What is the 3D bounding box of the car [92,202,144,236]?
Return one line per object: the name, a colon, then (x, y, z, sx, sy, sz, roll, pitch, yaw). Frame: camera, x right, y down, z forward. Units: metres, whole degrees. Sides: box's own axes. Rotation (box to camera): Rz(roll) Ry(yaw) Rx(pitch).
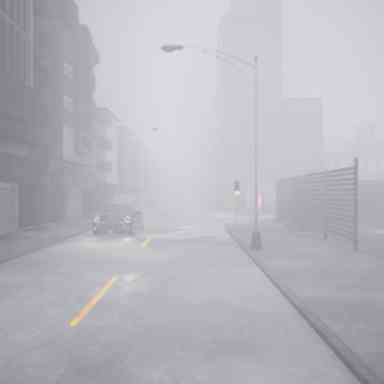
car: (-4.034, 1.395, 18.775, 2.097, 1.767, 4.553, 0, 0, 1)
